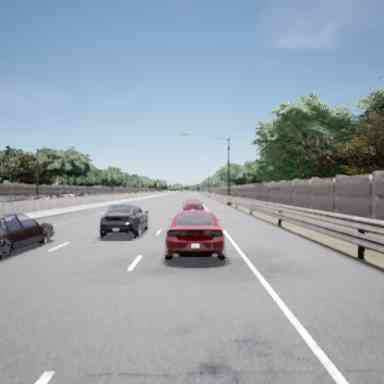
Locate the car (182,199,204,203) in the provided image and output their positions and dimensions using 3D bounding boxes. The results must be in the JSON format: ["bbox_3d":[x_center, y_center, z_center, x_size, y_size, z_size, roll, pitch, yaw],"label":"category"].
[{"bbox_3d":[0.099,1.338,30.011,1.812,1.442,4.674,0,0,0],"label":"car"}]

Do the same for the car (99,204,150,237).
[{"bbox_3d":[-3.401,1.395,17.250,1.837,1.490,4.892,0,1,0],"label":"car"}]

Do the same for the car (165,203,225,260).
[{"bbox_3d":[0.100,1.398,12.171,1.882,1.535,5.008,0,1,0],"label":"car"}]

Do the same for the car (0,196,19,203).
[{"bbox_3d":[-21.003,1.275,38.293,2.128,1.511,4.902,0,0,0],"label":"car"}]

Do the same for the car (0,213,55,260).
[{"bbox_3d":[-6.893,1.468,12.069,2.033,1.411,5.357,0,0,0],"label":"car"}]

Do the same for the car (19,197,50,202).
[{"bbox_3d":[-17.503,1.379,38.263,1.895,1.301,4.718,0,0,0],"label":"car"}]
